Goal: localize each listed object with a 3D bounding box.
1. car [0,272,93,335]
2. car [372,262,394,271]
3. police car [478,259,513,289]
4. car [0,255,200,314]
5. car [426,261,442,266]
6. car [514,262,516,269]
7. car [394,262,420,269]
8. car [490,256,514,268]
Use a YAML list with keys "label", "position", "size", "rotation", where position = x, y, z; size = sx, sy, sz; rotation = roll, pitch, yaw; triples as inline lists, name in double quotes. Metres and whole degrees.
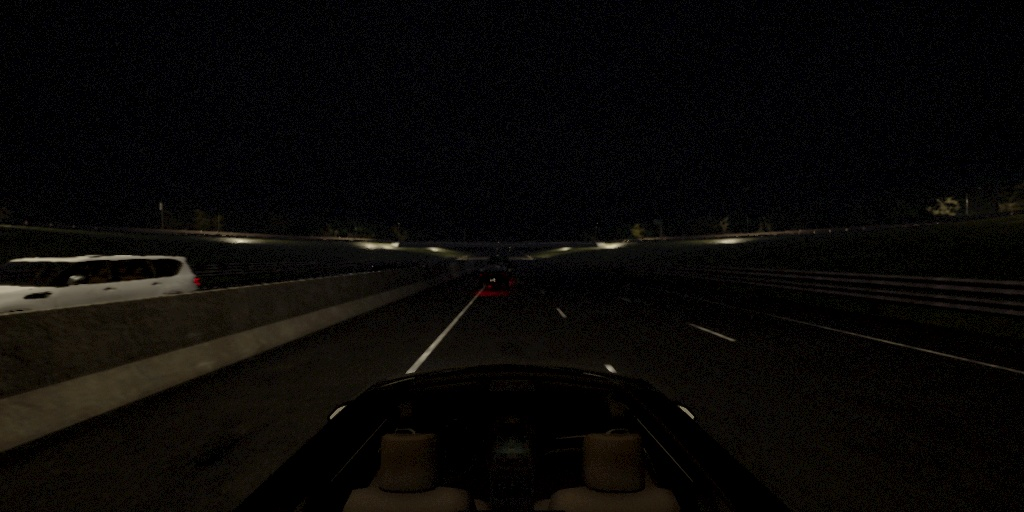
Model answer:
- label: "car"
  position: [-14.098, 1.255, 8.703]
  size: [2.128, 1.511, 4.902]
  rotation: [0, 0, 0]
- label: "car"
  position: [-17.768, 1.441, 49.724]
  size: [1.895, 1.301, 4.718]
  rotation: [0, 0, 0]
- label: "police car"
  position: [-1.097, 1.197, 23.599]
  size: [1.930, 1.638, 5.238]
  rotation: [0, 0, 0]
- label: "car"
  position: [-10.598, 0.982, 8.647]
  size: [2.150, 2.045, 5.566]
  rotation: [0, 0, 0]
- label: "car"
  position: [-10.776, 1.363, 49.975]
  size: [1.812, 1.442, 4.674]
  rotation: [0, 0, 0]
- label: "car"
  position: [-0.323, 1.423, 59.164]
  size: [1.994, 1.385, 4.181]
  rotation: [0, 0, -1]
- label: "car"
  position: [-14.268, 1.440, 49.762]
  size: [1.895, 1.301, 4.718]
  rotation: [0, 0, 0]
- label: "car"
  position: [-1.150, 1.013, 33.528]
  size: [2.150, 2.045, 5.566]
  rotation: [0, 0, 0]
